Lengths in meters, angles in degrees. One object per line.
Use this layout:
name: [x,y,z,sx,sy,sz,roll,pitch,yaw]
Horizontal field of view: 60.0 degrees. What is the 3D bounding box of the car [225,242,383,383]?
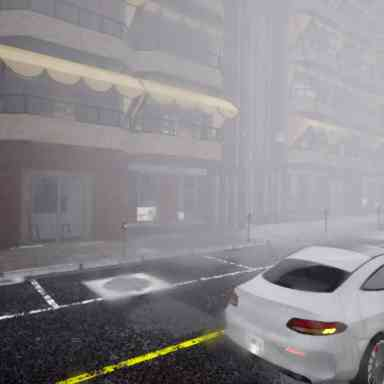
car: [2.587,1.528,5.125,4.674,1.442,1.812,0,0,-35]
